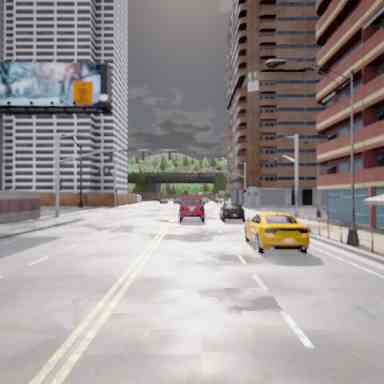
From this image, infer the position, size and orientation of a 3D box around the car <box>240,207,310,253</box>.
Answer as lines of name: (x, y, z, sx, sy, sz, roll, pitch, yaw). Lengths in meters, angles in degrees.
car: (3.499, 1.614, 14.474, 1.882, 1.535, 5.008, 0, 0, 0)

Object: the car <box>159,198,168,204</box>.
car: (-7.030, 2.309, 82.275, 2.033, 1.411, 5.357, 0, -1, 0)

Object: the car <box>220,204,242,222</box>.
car: (3.532, 1.754, 29.466, 1.882, 1.535, 5.008, 0, 0, 1)

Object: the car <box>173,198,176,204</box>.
car: (-3.530, 2.126, 82.407, 2.097, 1.767, 4.553, 0, -1, 0)

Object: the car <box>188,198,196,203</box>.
car: (-0.032, 2.316, 89.691, 1.994, 1.385, 4.181, 0, -1, 0)

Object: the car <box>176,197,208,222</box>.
car: (-0.012, 1.489, 29.024, 2.150, 2.045, 5.566, 0, 0, 0)
